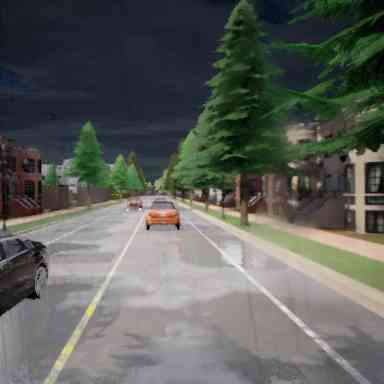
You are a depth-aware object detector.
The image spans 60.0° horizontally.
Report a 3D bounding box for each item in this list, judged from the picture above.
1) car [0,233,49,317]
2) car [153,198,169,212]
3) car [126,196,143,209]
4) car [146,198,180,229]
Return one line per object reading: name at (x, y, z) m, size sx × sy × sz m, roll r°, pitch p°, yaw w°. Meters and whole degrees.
car at (-4.022, 1.531, 5.663) m, size 2.128 × 1.511 × 4.902 m, roll 0°, pitch 0°, yaw -5°
car at (-3.905, 1.575, 41.437) m, size 1.837 × 1.490 × 4.892 m, roll 0°, pitch 0°, yaw -6°
car at (-8.266, 1.465, 47.984) m, size 2.097 × 1.767 × 4.553 m, roll 0°, pitch 0°, yaw -5°
car at (-1.940, 1.388, 22.034) m, size 2.097 × 1.767 × 4.553 m, roll 0°, pitch 0°, yaw -6°
